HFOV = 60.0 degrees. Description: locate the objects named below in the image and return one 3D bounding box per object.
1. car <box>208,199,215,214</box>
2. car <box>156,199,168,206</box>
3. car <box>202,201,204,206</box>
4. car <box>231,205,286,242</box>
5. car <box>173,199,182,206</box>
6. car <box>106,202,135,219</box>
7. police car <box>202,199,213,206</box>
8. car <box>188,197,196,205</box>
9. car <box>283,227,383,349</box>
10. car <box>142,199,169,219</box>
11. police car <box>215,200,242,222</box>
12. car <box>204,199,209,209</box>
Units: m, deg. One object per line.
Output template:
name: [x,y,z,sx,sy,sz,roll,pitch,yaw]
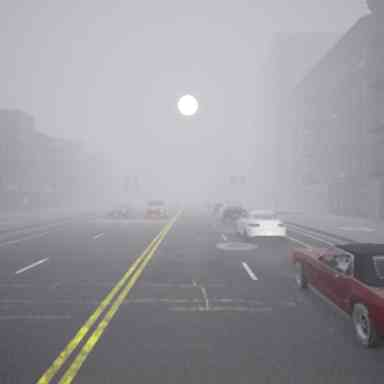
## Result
car: [3.268,1.720,38.312,1.882,1.535,5.008,0,-1,0]
car: [-6.465,2.295,72.836,2.128,1.511,4.902,0,-1,0]
car: [3.279,2.016,60.317,1.882,1.535,5.008,0,-1,0]
car: [3.257,1.562,16.312,1.812,1.442,4.674,0,0,0]
car: [-3.215,2.269,72.835,1.837,1.490,4.892,0,-1,0]
car: [-6.583,1.698,30.873,1.812,1.442,4.674,0,-1,0]
police car: [3.284,2.268,71.319,2.038,1.542,4.974,0,-1,0]
car: [0.039,2.426,81.912,2.033,1.411,5.357,0,-2,0]
car: [3.360,1.594,6.185,1.895,1.301,4.718,0,0,0]
car: [-3.332,1.526,31.122,2.097,1.767,4.553,0,-1,0]
police car: [3.263,1.564,27.423,1.930,1.638,5.238,0,-1,0]
car: [3.274,1.929,49.313,1.994,1.385,4.181,0,-1,0]
